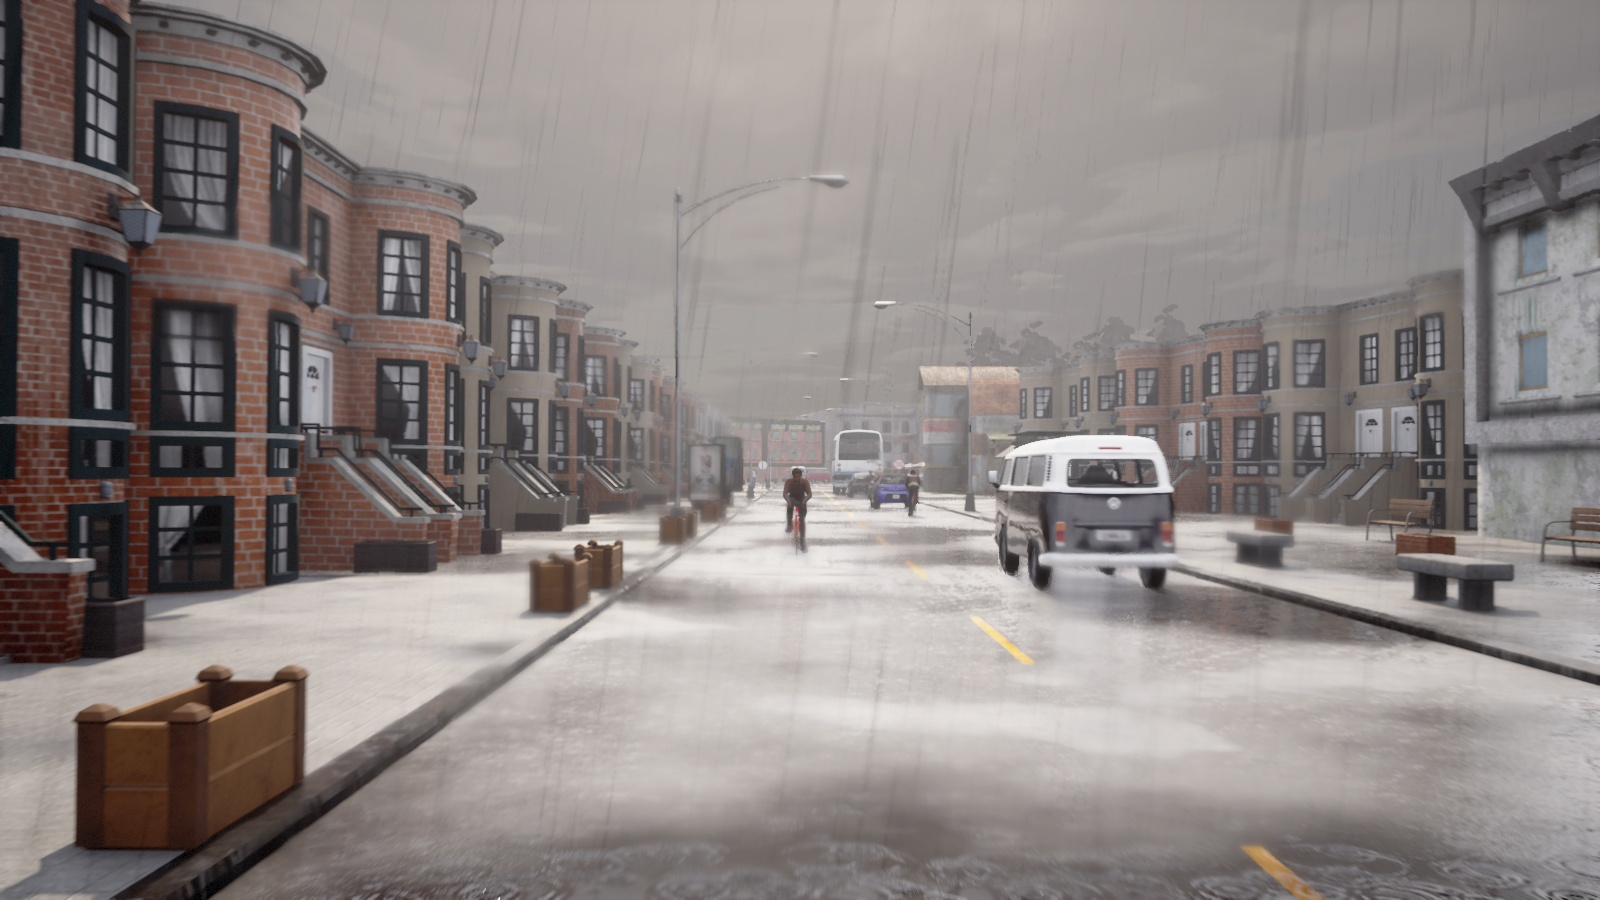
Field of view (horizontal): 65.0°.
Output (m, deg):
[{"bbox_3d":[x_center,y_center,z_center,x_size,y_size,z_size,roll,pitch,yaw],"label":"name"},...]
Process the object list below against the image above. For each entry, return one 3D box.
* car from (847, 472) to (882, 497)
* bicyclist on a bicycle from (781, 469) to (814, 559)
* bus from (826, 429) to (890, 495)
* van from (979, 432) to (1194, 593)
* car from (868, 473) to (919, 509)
[{"bbox_3d":[3.905,2.090,76.834,1.837,1.490,4.892,0,-1,0],"label":"car"},{"bbox_3d":[-0.050,1.160,23.460,0.582,1.620,1.656,0,-1,0],"label":"bicyclist on a bicycle"},{"bbox_3d":[3.880,0.878,86.926,3.944,4.253,10.273,0,-1,0],"label":"bus"},{"bbox_3d":[3.954,0.826,18.161,2.069,2.038,4.480,0,-1,0],"label":"van"},{"bbox_3d":[3.925,1.704,53.238,1.816,1.474,4.193,0,-1,0],"label":"car"}]
